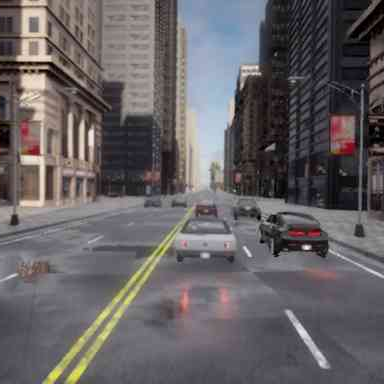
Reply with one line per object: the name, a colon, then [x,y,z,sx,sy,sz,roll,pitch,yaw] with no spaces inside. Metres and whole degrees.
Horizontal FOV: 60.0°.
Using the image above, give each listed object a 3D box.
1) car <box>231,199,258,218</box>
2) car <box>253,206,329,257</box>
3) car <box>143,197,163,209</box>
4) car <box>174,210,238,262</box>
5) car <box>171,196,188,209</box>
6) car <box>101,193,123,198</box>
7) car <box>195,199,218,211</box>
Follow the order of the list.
car: [4.443,1.336,27.934,2.097,1.767,4.553,1,0,3]
car: [3.812,1.524,13.111,1.837,1.490,4.892,1,0,3]
car: [-4.868,1.345,42.550,2.033,1.411,5.357,1,0,2]
car: [0.505,1.573,11.993,1.895,1.301,4.718,1,0,3]
car: [-1.578,1.324,43.163,1.882,1.535,5.008,1,0,3]
car: [-19.353,0.860,82.603,4.507,1.381,1.887,1,0,2]
car: [1.285,1.408,29.972,1.882,1.535,5.008,1,0,3]
